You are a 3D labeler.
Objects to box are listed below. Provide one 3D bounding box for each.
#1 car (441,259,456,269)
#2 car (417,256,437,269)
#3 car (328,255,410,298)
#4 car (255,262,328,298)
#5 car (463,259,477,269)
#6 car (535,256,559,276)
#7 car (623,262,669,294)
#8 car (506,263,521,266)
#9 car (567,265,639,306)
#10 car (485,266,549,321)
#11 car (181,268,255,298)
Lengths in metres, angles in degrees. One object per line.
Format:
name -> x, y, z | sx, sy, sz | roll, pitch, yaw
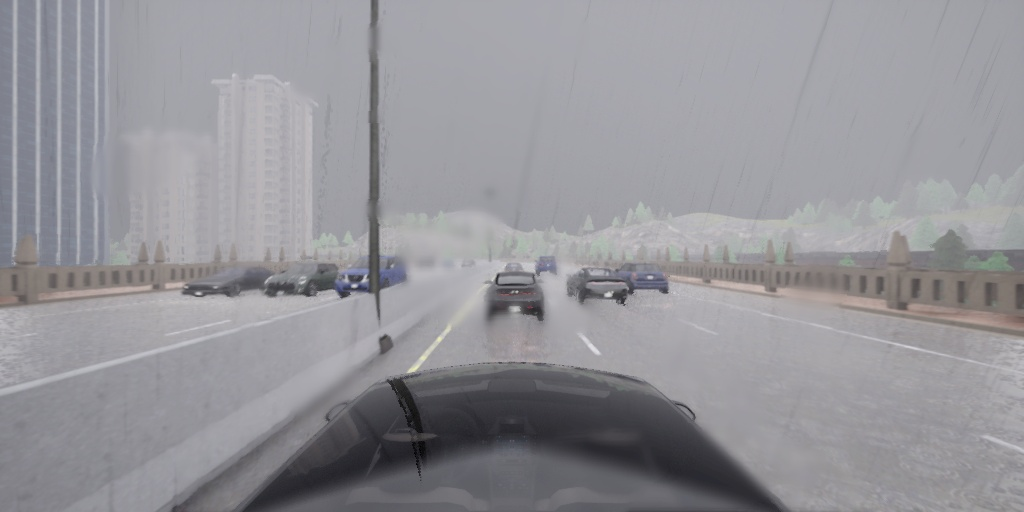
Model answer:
car -> -10.443, 1.305, 59.138 | 1.882, 1.535, 5.008 | 0, 0, 1
car -> -13.935, 1.046, 59.091 | 2.150, 2.045, 5.566 | 0, 0, 1
car -> -7.071, 0.989, 18.874 | 2.150, 2.045, 5.566 | 0, 0, 0
car -> -10.570, 1.117, 18.622 | 2.097, 1.767, 4.553 | 0, 0, 0
car -> -6.948, 1.321, 59.162 | 2.128, 1.511, 4.902 | 0, 0, 1
car -> 3.666, 1.018, 38.232 | 2.150, 2.045, 5.566 | 0, 0, 0
car -> 7.133, 1.129, 20.627 | 2.097, 1.767, 4.553 | 0, 0, 0
car -> 0.157, 1.337, 33.839 | 2.033, 1.411, 5.357 | 0, 0, 0
car -> 3.624, 1.261, 15.913 | 2.128, 1.511, 4.902 | 0, 0, 0
car -> 0.119, 1.268, 12.474 | 1.837, 1.490, 4.892 | 0, 0, 0
car -> -14.071, 1.310, 18.757 | 2.033, 1.411, 5.357 | 0, 0, 0
